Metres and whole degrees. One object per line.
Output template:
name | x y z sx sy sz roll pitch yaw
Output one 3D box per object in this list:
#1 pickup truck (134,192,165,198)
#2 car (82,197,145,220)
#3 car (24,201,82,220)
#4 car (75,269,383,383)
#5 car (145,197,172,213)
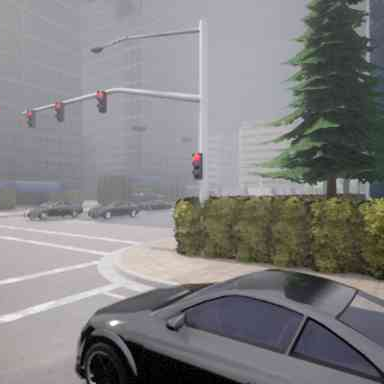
pickup truck | -7.542 1.039 56.044 6.274 2.098 2.390 0 0 -24
car | -6.643 1.494 28.576 1.837 1.490 4.892 0 0 35
car | -11.450 1.479 27.818 2.128 1.511 4.902 0 0 35
car | 0.681 1.563 3.492 4.181 1.385 1.994 0 0 36
car | -4.404 1.588 37.853 1.895 1.301 4.718 0 0 35
